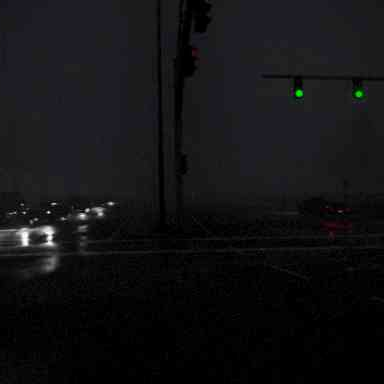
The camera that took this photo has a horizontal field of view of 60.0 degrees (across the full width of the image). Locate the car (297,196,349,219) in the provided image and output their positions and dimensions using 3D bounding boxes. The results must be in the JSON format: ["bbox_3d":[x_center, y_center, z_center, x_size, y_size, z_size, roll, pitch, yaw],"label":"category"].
[{"bbox_3d":[8.933,0.971,22.866,1.812,1.442,4.674,-1,1,-6],"label":"car"}]

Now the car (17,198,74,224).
[{"bbox_3d":[-9.857,1.330,22.756,1.895,1.301,4.718,-1,1,-6],"label":"car"}]

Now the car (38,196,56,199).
[{"bbox_3d":[-14.465,1.159,33.091,2.033,1.411,5.357,-1,1,-6],"label":"car"}]

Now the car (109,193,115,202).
[{"bbox_3d":[-12.792,0.838,50.433,1.994,1.385,4.181,-1,1,-6],"label":"car"}]

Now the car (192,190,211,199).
[{"bbox_3d":[1.556,0.410,57.490,1.882,1.535,5.008,-1,1,-5],"label":"car"}]

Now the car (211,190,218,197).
[{"bbox_3d":[4.139,0.268,68.000,1.994,1.385,4.181,-1,1,-5],"label":"car"}]

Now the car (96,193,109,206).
[{"bbox_3d":[-11.722,1.036,40.642,1.895,1.301,4.718,-1,1,-6],"label":"car"}]

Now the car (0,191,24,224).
[{"bbox_3d":[-13.395,1.001,22.894,2.150,2.045,5.566,-1,1,-6],"label":"car"}]

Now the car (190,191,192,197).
[{"bbox_3d":[0.633,0.284,67.930,1.812,1.442,4.674,-1,1,-5],"label":"car"}]

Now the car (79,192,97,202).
[{"bbox_3d":[-16.595,0.809,53.127,1.812,1.442,4.674,-1,1,-6],"label":"car"}]

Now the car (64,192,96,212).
[{"bbox_3d":[-10.816,1.087,31.713,1.837,1.490,4.892,-1,1,-6],"label":"car"}]

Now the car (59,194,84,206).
[{"bbox_3d":[-15.500,1.013,42.983,1.994,1.385,4.181,-1,1,-6],"label":"car"}]
